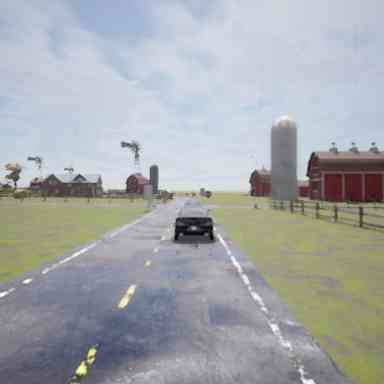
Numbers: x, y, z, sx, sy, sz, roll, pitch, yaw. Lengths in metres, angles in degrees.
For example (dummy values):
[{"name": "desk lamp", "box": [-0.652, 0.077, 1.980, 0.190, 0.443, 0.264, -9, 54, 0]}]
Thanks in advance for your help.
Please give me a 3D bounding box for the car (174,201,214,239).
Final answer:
[{"name": "car", "box": [0.096, 1.454, 17.275, 1.882, 1.535, 5.008, 0, 0, 0]}]
